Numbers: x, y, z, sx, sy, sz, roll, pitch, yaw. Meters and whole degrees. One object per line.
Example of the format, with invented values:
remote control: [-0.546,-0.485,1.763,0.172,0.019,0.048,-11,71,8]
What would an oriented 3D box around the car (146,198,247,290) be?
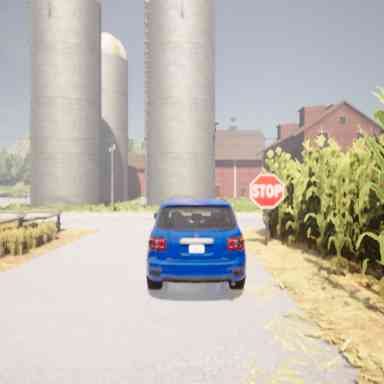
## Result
car: [0.082,1.168,9.092,2.150,2.045,5.566,0,0,0]

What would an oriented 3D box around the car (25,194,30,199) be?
car: [-37.058,0.798,78.232,3.866,1.878,1.905,0,0,0]
